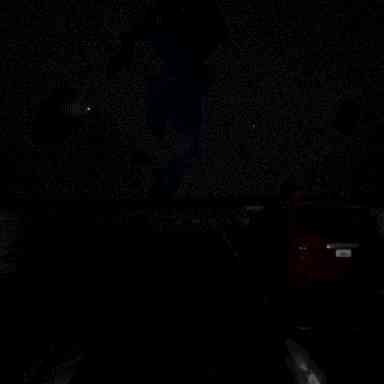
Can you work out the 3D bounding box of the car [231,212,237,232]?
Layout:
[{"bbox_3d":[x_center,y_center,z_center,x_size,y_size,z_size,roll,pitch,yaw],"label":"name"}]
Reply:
[{"bbox_3d":[2.633,1.135,13.887,1.752,1.417,4.829,0,2,0],"label":"car"}]

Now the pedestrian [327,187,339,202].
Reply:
[{"bbox_3d":[7.525,0.627,17.738,0.375,1.860,0.375,0,2,0],"label":"pedestrian"}]

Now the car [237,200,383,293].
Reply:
[{"bbox_3d":[2.634,1.084,8.167,2.192,1.841,5.009,0,2,0],"label":"car"}]

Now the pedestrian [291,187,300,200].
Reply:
[{"bbox_3d":[5.771,0.628,18.337,0.375,1.860,0.375,0,2,0],"label":"pedestrian"}]
